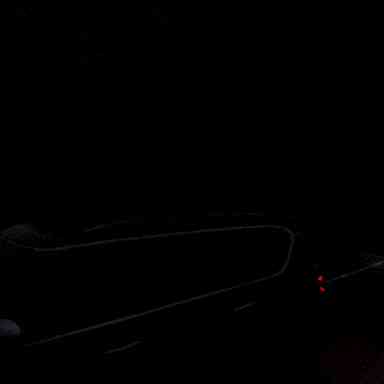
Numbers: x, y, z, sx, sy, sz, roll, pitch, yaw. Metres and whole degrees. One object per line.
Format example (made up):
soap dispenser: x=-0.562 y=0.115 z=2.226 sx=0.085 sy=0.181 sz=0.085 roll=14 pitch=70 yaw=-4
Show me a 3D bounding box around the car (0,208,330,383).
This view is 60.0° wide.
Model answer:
car: x=-0.981 y=1.228 z=3.089 sx=5.566 sy=2.045 sz=2.150 roll=0 pitch=0 yaw=-37
